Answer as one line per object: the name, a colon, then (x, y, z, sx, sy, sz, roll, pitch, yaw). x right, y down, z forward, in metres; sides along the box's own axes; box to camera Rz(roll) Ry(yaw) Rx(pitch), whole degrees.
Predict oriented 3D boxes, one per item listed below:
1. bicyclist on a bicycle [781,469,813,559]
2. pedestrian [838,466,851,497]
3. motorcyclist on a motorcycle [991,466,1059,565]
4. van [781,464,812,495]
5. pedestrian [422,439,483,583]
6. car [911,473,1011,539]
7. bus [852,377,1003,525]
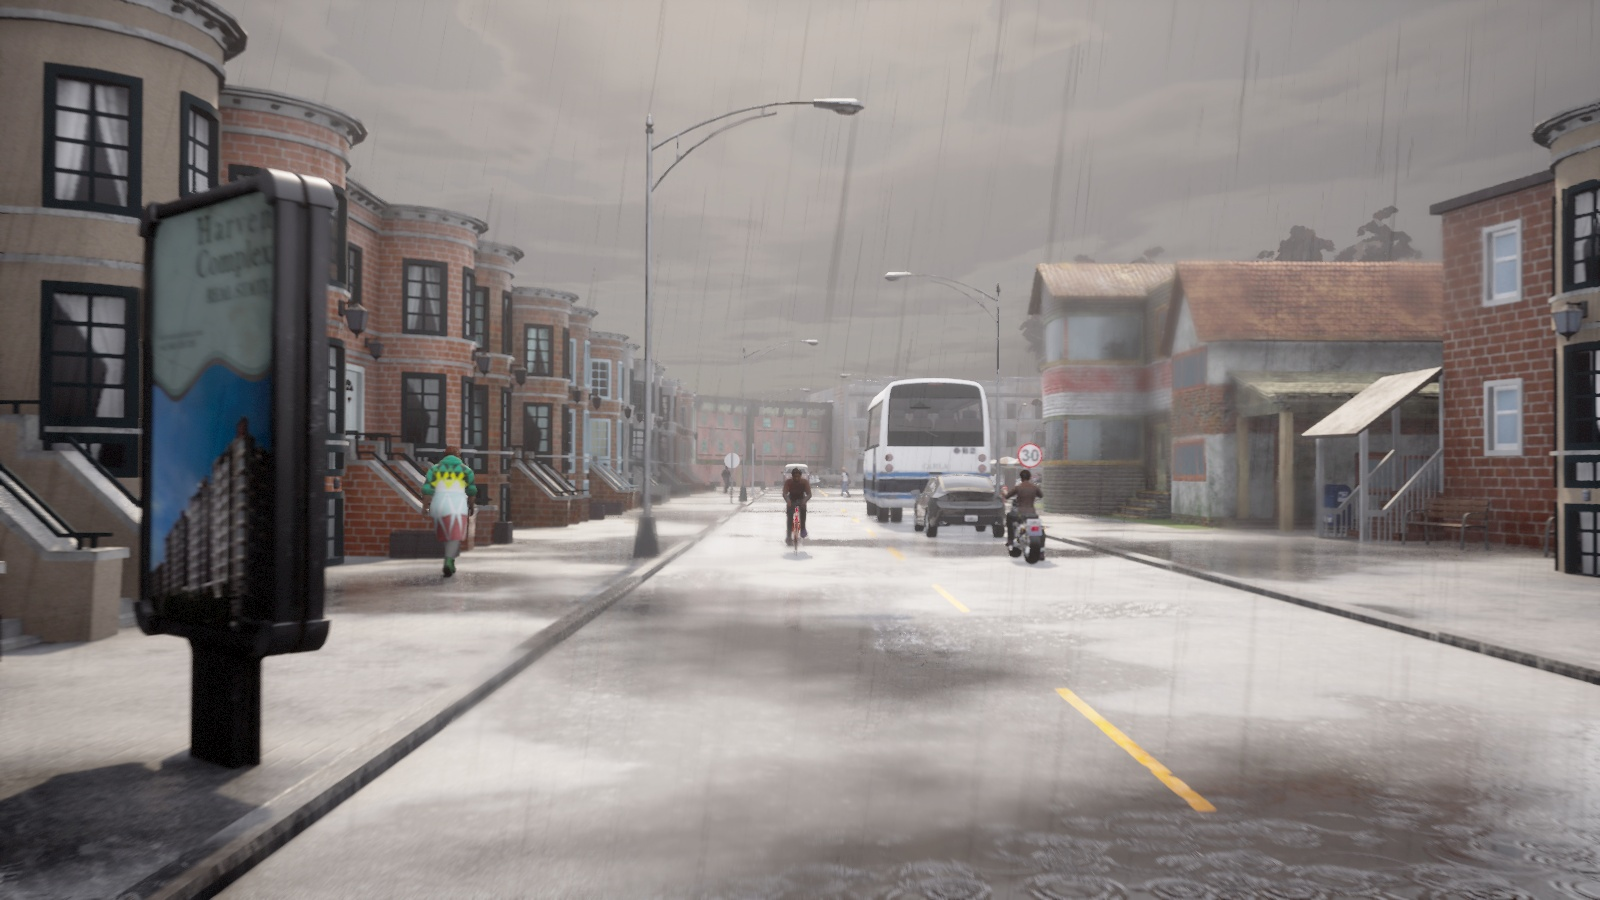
bicyclist on a bicycle: (-0.055, 1.158, 23.335, 0.582, 1.620, 1.656, 0, -1, 0)
pedestrian: (2.635, 1.844, 74.285, 0.706, 1.836, 0.354, 0, -1, -27)
motorcyclist on a motorcycle: (3.948, 1.122, 22.255, 0.766, 1.649, 2.350, 0, -1, 0)
van: (-0.221, 1.968, 85.346, 2.069, 2.038, 4.480, 0, -1, 0)
pedestrian: (-4.848, 0.838, 17.564, 0.659, 1.952, 0.873, 0, -1, -4)
car: (3.927, 1.329, 31.351, 1.837, 1.490, 4.892, 0, -1, 0)
bus: (3.887, 0.116, 41.444, 3.944, 4.253, 10.273, 0, -1, 0)
